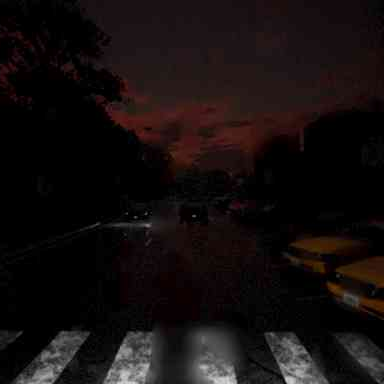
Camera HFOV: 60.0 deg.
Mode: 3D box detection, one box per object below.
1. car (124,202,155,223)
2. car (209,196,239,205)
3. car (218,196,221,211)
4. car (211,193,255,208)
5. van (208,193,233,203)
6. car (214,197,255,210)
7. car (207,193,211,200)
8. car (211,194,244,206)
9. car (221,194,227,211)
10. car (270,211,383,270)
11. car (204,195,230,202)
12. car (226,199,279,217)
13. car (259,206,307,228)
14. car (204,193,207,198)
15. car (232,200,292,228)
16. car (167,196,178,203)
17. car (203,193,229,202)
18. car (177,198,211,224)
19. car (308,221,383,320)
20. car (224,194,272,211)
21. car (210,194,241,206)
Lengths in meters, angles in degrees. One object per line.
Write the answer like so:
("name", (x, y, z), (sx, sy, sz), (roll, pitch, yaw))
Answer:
("car", (-3.921, 1.472, 25.430), (1.812, 1.442, 4.674), (0, 0, 0))
("car", (5.533, 1.469, 57.474), (4.674, 1.452, 2.002), (1, 0, -20))
("car", (5.393, 1.462, 33.456), (4.674, 1.452, 2.002), (1, 0, -20))
("car", (5.403, 1.169, 36.434), (5.566, 2.045, 2.435), (1, 0, -20))
("van", (5.682, 1.219, 66.531), (4.442, 1.987, 1.878), (1, 0, -20))
("car", (5.420, 1.448, 42.449), (4.792, 1.488, 2.163), (1, 0, -20))
("car", (5.443, 1.167, 45.451), (5.566, 2.045, 2.435), (1, 0, -20))
("car", (5.469, 1.296, 51.465), (4.553, 1.767, 2.185), (1, 0, -20))
("car", (5.413, 1.300, 30.459), (4.553, 1.767, 2.185), (1, 0, -20))
("car", (5.136, 1.460, 9.382), (5.366, 1.575, 1.946), (1, 0, -20))
("car", (5.411, 1.447, 72.430), (5.366, 1.575, 1.946), (1, 0, -20))
("car", (5.324, 1.463, 24.438), (4.792, 1.488, 2.163), (1, 0, -20))
("car", (5.323, 1.459, 12.446), (4.892, 1.521, 2.231), (1, 0, -20))
("car", (5.552, 1.438, 63.486), (5.008, 1.535, 2.097), (1, 0, -20))
("car", (5.341, 1.479, 21.447), (4.674, 1.452, 2.002), (1, 0, -20))
("car", (-3.855, 1.475, 67.657), (1.812, 1.442, 4.674), (0, 0, 0))
("car", (5.618, 1.211, 78.523), (5.566, 2.045, 2.435), (1, 0, -20))
("car", (0.142, 1.425, 24.311), (1.882, 1.535, 5.008), (0, 0, 0))
("car", (5.135, 1.466, 6.380), (5.366, 1.575, 1.946), (1, 0, -20))
("car", (5.398, 1.304, 27.458), (4.553, 1.767, 2.185), (1, 0, -20))
("car", (5.486, 1.300, 54.466), (4.553, 1.767, 2.185), (1, 0, -20))
